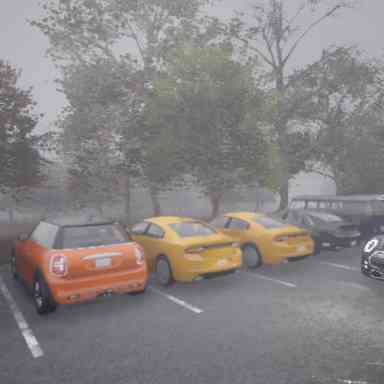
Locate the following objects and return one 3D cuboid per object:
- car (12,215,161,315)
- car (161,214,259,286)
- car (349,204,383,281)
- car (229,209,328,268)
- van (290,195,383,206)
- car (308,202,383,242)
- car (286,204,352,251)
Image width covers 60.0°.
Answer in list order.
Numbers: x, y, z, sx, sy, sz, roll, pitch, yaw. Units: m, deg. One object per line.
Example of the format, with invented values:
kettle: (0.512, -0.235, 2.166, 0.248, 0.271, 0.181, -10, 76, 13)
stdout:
car: (-2.889, 1.339, 7.961, 2.185, 1.767, 4.553, -1, 0, -35)
car: (-0.750, 1.445, 9.519, 2.097, 1.535, 5.008, -1, 0, -35)
car: (6.321, 1.277, 8.500, 4.553, 1.767, 2.097, -1, 0, -35)
car: (1.608, 1.423, 11.201, 2.097, 1.535, 5.008, -1, 0, -36)
van: (6.046, 1.155, 14.516, 1.878, 1.987, 4.442, -1, 0, -36)
car: (8.479, 1.357, 15.880, 1.946, 1.575, 5.366, -1, 0, -36)
car: (3.864, 1.403, 12.808, 2.231, 1.521, 4.892, -1, 0, -36)
